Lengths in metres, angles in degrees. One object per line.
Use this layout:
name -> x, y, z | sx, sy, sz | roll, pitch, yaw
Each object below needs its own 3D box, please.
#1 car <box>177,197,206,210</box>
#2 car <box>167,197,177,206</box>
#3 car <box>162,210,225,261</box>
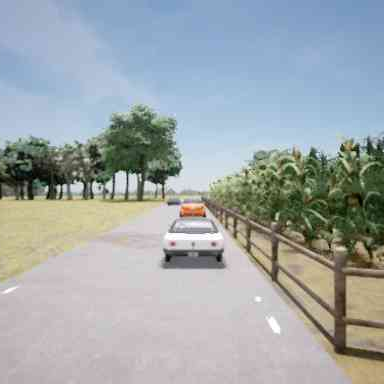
car -> 0.065, 1.272, 28.263 | 2.097, 1.767, 4.553 | 0, 0, 0
car -> -2.839, 1.469, 52.156 | 1.994, 1.385, 4.181 | 0, 0, 0
car -> 0.062, 1.560, 12.076 | 1.895, 1.301, 4.718 | 0, 0, 0
